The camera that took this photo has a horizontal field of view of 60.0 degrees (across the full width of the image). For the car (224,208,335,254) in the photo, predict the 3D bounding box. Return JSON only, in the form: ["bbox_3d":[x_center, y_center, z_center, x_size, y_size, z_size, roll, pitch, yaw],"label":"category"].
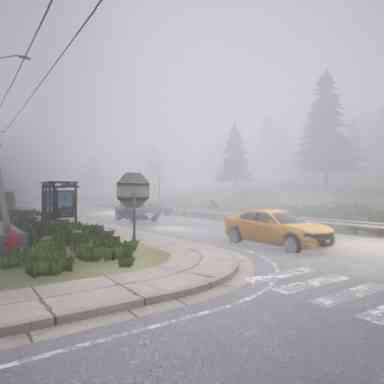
[{"bbox_3d":[3.429,1.477,13.868,1.882,1.535,5.008,0,0,-34],"label":"car"}]

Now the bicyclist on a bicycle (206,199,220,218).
[{"bbox_3d":[1.822,1.404,28.707,1.656,1.620,0.582,-7,4,-34],"label":"bicyclist on a bicycle"}]

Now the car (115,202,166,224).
[{"bbox_3d":[-4.294,1.490,25.221,2.128,1.511,4.902,0,0,-34],"label":"car"}]

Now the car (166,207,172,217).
[{"bbox_3d":[-3.839,1.600,31.053,1.895,1.301,4.718,0,0,-34],"label":"car"}]
